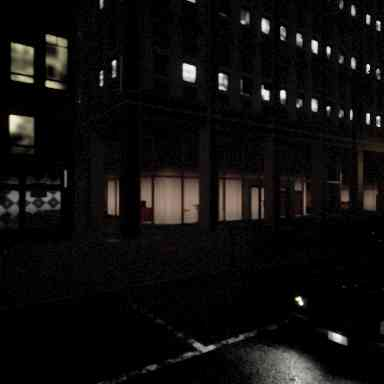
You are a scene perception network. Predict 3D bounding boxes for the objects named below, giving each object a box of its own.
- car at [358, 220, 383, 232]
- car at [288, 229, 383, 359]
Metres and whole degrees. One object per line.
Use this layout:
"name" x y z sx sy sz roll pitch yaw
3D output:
"car" 6.822 1.620 11.114 4.313 1.339 1.947 0 0 -35
"car" 4.114 1.578 5.991 5.357 1.411 2.033 0 0 -35
